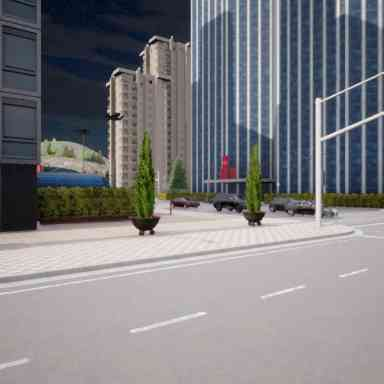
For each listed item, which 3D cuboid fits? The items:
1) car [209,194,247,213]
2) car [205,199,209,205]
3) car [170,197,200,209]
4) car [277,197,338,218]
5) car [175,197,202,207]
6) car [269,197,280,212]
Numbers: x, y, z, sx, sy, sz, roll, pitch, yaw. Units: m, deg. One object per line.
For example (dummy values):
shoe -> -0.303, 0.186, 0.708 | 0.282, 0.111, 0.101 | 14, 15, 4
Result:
car -> 4.742, 1.221, 37.581 | 2.150, 2.045, 5.566 | 0, 0, -36
car -> 4.143, 1.491, 56.641 | 2.128, 1.511, 4.902 | 0, 0, -36
car -> -1.095, 1.478, 45.647 | 1.882, 1.535, 5.008 | 0, 0, -36
car -> 10.485, 1.492, 29.661 | 2.128, 1.511, 4.902 | 0, 0, -36
car -> -0.573, 1.564, 50.891 | 1.994, 1.385, 4.181 | 0, 0, -36
car -> 10.517, 1.352, 35.574 | 2.097, 1.767, 4.553 | 0, 0, -36
